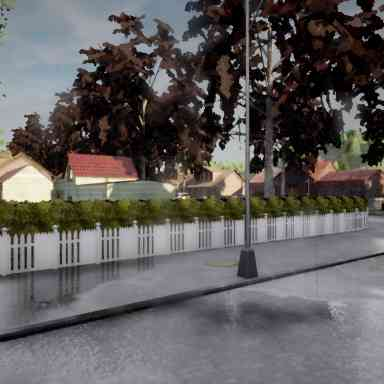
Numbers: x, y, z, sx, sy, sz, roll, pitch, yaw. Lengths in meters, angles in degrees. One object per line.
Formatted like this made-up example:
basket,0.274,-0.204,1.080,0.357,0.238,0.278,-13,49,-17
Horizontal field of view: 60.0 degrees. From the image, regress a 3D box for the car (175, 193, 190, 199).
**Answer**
car,-2.550,1.213,56.317,2.150,2.045,5.566,0,-1,-36
